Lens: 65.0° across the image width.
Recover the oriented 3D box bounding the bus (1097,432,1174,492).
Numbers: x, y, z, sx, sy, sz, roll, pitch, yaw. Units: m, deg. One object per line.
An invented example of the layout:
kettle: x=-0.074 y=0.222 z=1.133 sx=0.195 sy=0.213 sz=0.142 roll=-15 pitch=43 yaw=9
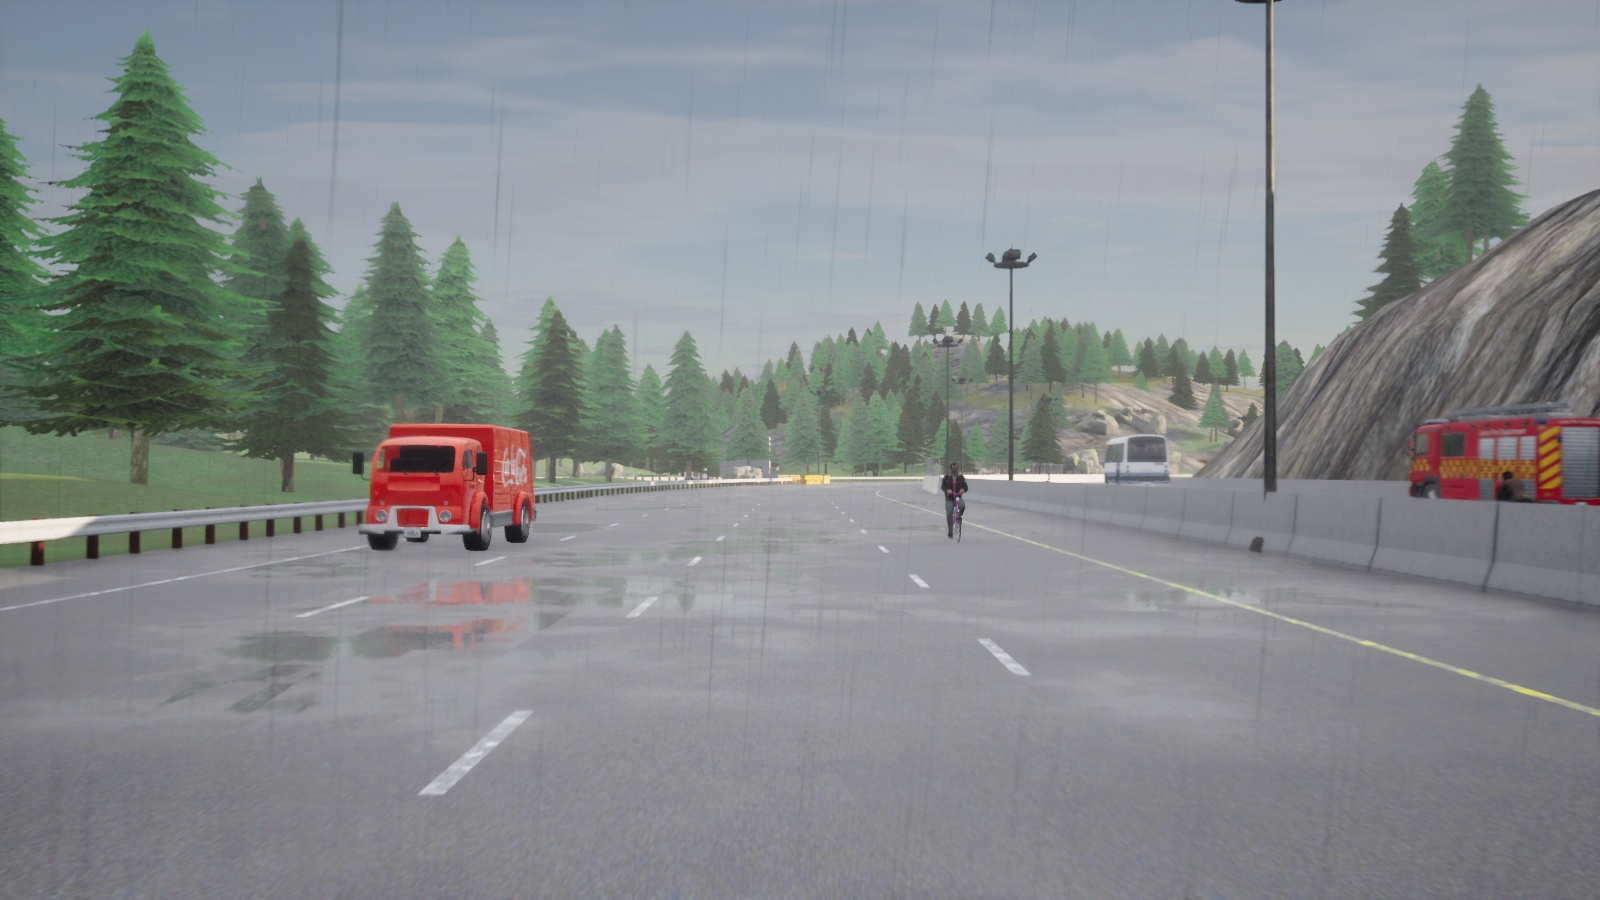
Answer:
bus: x=25.238 y=0.927 z=94.981 sx=3.944 sy=4.253 sz=10.273 roll=-1 pitch=-1 yaw=6

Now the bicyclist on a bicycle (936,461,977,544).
bicyclist on a bicycle: x=3.432 y=1.135 z=27.670 sx=0.659 sy=1.776 sz=1.843 roll=0 pitch=-1 yaw=0

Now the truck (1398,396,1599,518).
truck: x=24.389 y=0.287 z=43.866 sx=2.891 sy=3.827 sz=8.468 roll=0 pitch=-1 yaw=0

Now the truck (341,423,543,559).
truck: x=-7.064 y=0.783 z=25.493 sx=2.627 sy=2.467 sz=5.204 roll=0 pitch=-1 yaw=0
